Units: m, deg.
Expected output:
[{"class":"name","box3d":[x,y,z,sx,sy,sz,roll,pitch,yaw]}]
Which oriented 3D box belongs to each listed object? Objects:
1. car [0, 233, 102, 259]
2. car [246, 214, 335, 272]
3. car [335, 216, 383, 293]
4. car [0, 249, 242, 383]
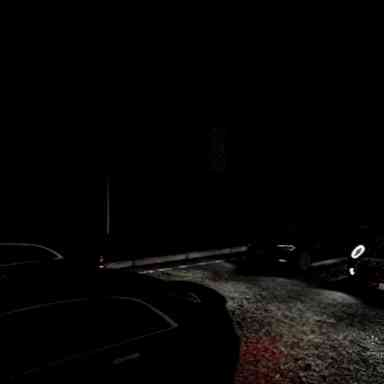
[{"class":"car","box3d":[-3.865,1.492,5.538,4.902,1.511,2.128,0,0,-37]},{"class":"car","box3d":[3.997,1.518,11.132,5.008,1.535,1.882,0,0,-36]},{"class":"car","box3d":[5.830,1.392,8.140,4.553,1.767,2.097,0,0,-35]},{"class":"car","box3d":[-1.761,1.506,2.730,4.892,1.490,1.837,1,0,-35]}]
